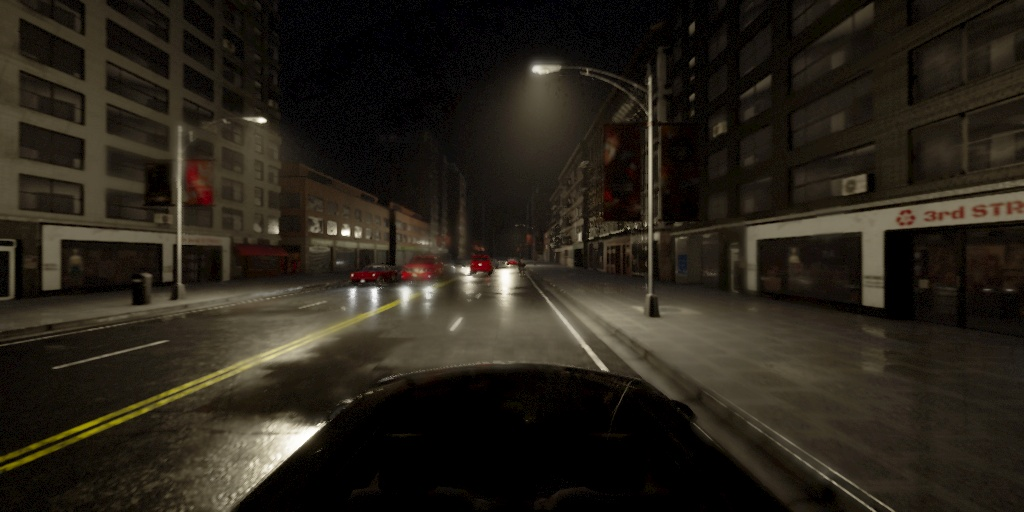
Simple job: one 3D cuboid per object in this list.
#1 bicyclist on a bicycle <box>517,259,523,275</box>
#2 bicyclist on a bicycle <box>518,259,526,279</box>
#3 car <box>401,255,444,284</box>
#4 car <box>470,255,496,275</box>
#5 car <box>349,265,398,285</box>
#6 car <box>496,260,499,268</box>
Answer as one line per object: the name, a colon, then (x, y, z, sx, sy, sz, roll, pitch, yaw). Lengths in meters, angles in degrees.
bicyclist on a bicycle: (0.891, 1.189, 39.359, 0.582, 1.620, 1.656, 0, 0, 0)
bicyclist on a bicycle: (0.892, 1.111, 30.492, 0.659, 1.776, 1.843, 0, 0, 0)
car: (-6.600, 0.963, 27.214, 2.150, 2.045, 5.566, 0, 0, 0)
car: (-3.152, 0.958, 38.117, 2.150, 2.045, 5.566, 0, 0, 0)
car: (-9.849, 1.342, 25.878, 1.895, 1.301, 4.718, 0, 0, 0)
car: (-3.154, 1.244, 59.398, 1.812, 1.442, 4.674, 0, 0, 0)
